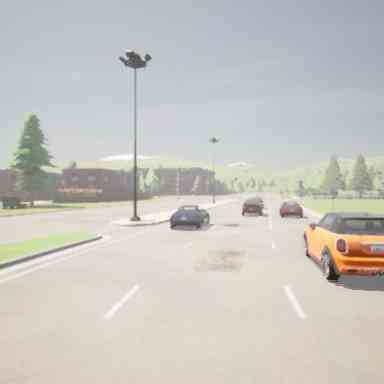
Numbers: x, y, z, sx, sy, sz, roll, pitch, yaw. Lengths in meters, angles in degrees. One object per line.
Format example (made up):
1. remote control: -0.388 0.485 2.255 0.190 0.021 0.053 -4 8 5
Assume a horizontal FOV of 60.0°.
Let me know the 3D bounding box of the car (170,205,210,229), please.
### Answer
1. car: -0.061 1.548 21.850 1.994 1.385 4.181 0 0 12

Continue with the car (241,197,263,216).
1. car: 5.974 1.454 32.915 1.882 1.535 5.008 0 0 13

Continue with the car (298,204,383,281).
1. car: 4.672 1.345 9.851 2.097 1.767 4.553 0 0 9

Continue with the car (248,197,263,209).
1. car: 8.908 1.444 46.113 1.882 1.535 5.008 0 0 13

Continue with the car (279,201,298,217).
1. car: 9.069 1.541 30.716 1.994 1.385 4.181 0 0 13
